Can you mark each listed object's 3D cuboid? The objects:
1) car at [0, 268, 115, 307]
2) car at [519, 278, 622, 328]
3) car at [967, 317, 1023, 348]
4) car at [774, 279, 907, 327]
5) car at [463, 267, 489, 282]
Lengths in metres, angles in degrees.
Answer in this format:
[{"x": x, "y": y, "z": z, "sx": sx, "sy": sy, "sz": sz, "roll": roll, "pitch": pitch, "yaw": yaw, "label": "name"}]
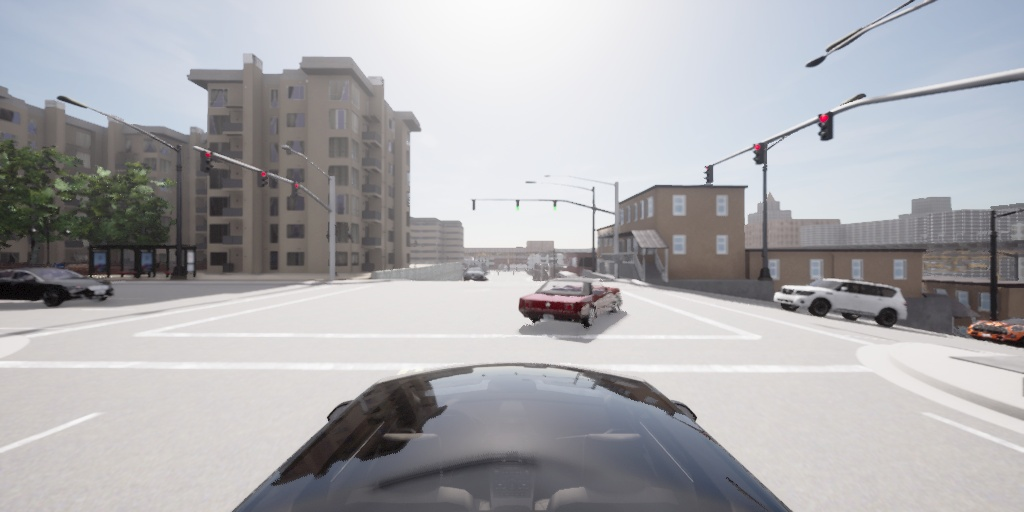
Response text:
[{"x": -19.813, "y": 1.270, "z": 15.160, "sx": 4.902, "sy": 1.511, "sz": 2.128, "roll": 0, "pitch": 0, "yaw": 1, "label": "car"}, {"x": 2.124, "y": 1.362, "z": 11.633, "sx": 1.895, "sy": 1.301, "sz": 4.718, "roll": 0, "pitch": 0, "yaw": 30, "label": "car"}, {"x": 26.580, "y": 3.992, "z": 18.349, "sx": 4.553, "sy": 1.767, "sz": 2.097, "roll": 13, "pitch": 0, "yaw": 0, "label": "car"}, {"x": 16.762, "y": 2.198, "z": 18.378, "sx": 5.566, "sy": 2.045, "sz": 2.150, "roll": 9, "pitch": 0, "yaw": 1, "label": "car"}, {"x": -3.593, "y": 1.846, "z": 35.130, "sx": 1.812, "sy": 1.442, "sz": 4.674, "roll": 0, "pitch": -5, "yaw": 0, "label": "car"}]
